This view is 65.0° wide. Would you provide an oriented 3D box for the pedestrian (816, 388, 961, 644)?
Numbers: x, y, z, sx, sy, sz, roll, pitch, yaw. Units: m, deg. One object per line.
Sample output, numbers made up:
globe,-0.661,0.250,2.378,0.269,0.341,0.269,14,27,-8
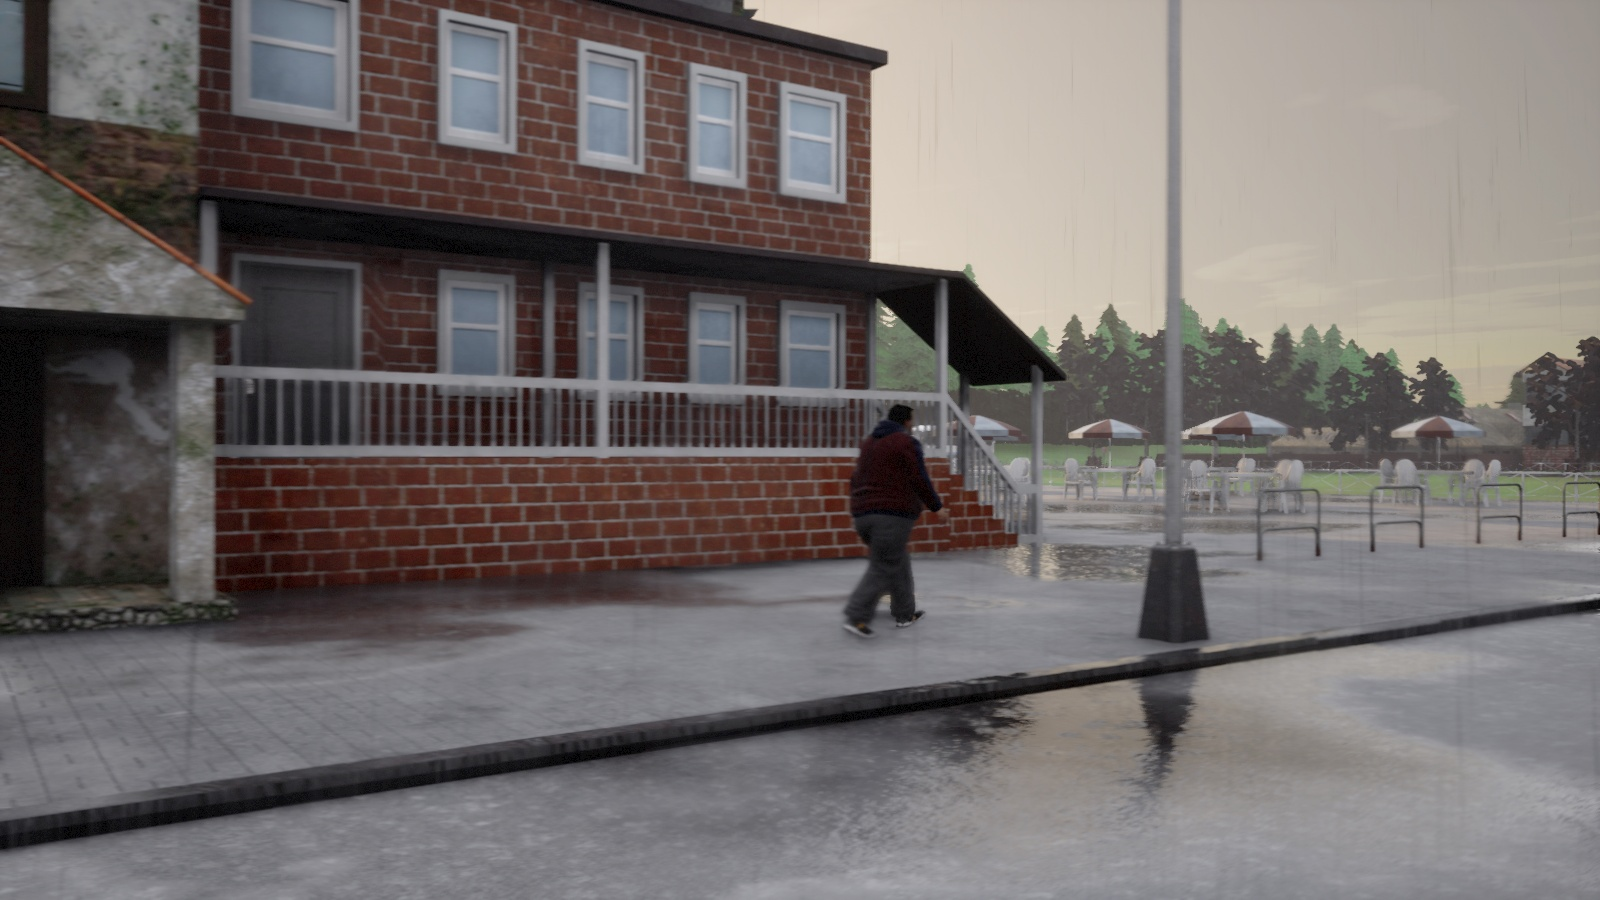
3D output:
pedestrian,0.671,0.477,9.560,0.899,1.844,0.634,0,0,-31
